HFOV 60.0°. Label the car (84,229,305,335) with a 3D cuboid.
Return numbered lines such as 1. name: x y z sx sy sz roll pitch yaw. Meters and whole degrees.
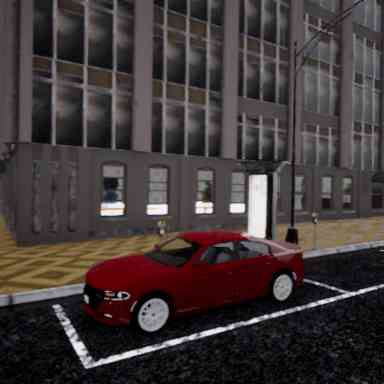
1. car: 0.237 1.458 6.500 4.507 1.381 1.887 0 2 -31
